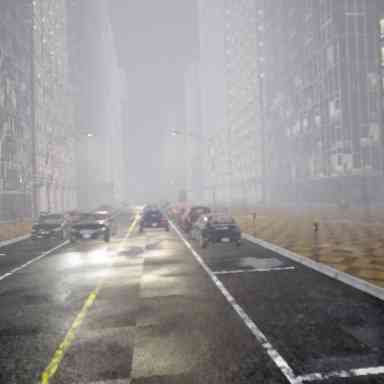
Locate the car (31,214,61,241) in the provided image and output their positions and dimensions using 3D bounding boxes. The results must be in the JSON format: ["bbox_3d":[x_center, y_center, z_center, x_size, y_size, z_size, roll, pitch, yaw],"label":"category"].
[{"bbox_3d":[-8.016,1.981,19.585,2.008,1.369,4.403,-1,-1,-7],"label":"car"}]

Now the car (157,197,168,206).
[{"bbox_3d":[-6.834,2.174,77.055,2.192,1.841,5.009,-1,-1,-7],"label":"car"}]

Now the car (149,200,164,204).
[{"bbox_3d":[-4.786,2.049,40.125,1.994,1.385,4.181,-2,0,-7],"label":"car"}]

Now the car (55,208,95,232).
[{"bbox_3d":[-8.728,2.044,25.229,1.887,1.381,4.507,-1,-1,-7],"label":"car"}]

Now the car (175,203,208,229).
[{"bbox_3d":[0.293,1.594,20.616,1.967,1.590,4.097,-1,-1,-7],"label":"car"}]

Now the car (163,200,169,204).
[{"bbox_3d":[-1.840,1.913,37.547,2.008,1.369,4.403,-1,-1,-7],"label":"car"}]

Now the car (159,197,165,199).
[{"bbox_3d":[-5.424,2.244,65.934,1.752,1.417,4.829,-1,-1,-7],"label":"car"}]

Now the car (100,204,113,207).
[{"bbox_3d":[-10.865,2.254,42.161,1.887,1.381,4.507,-1,-1,-7],"label":"car"}]

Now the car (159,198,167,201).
[{"bbox_3d":[-3.977,2.140,54.477,1.947,1.339,4.313,-1,-1,-7],"label":"car"}]

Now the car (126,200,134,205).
[{"bbox_3d":[-17.277,2.903,92.956,2.008,1.369,4.403,-1,-1,-7],"label":"car"}]

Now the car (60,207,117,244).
[{"bbox_3d":[-5.189,1.812,17.906,2.128,1.511,4.902,-2,0,-7],"label":"car"}]

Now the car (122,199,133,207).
[{"bbox_3d":[-15.140,2.686,76.024,2.008,1.369,4.403,-1,-1,-7],"label":"car"}]

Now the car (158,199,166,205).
[{"bbox_3d":[-7.539,2.476,82.697,1.887,1.381,4.507,-1,-1,-7],"label":"car"}]

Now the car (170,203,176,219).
[{"bbox_3d":[-0.416,1.768,26.259,1.887,1.381,4.507,-1,-1,-7],"label":"car"}]

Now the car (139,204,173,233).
[{"bbox_3d":[-2.523,1.787,22.048,1.812,1.442,4.674,-2,0,-7],"label":"car"}]

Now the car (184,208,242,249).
[{"bbox_3d":[1.009,1.635,14.972,2.008,1.369,4.403,-1,-1,-7],"label":"car"}]

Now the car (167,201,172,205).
[{"bbox_3d":[-1.127,1.874,31.903,1.802,1.307,4.206,-1,-1,-7],"label":"car"}]
